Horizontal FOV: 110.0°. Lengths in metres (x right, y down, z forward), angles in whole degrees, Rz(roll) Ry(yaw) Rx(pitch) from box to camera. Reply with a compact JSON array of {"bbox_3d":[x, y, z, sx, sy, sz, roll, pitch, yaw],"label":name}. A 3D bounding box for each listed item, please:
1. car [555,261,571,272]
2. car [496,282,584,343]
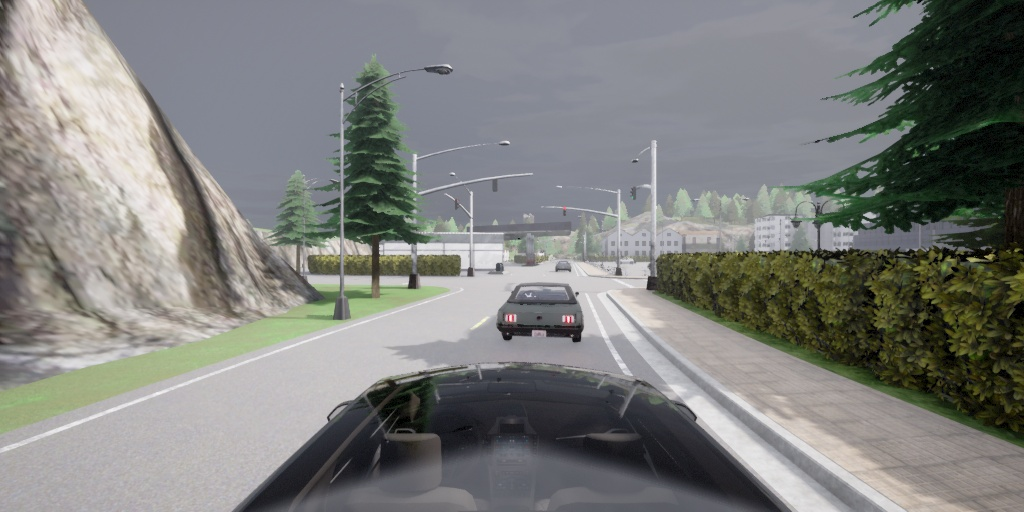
[{"bbox_3d":[6.568,1.314,45.827,1.994,1.385,4.181,0,0,9],"label":"car"},{"bbox_3d":[0.883,1.351,9.760,1.895,1.301,4.718,0,0,8],"label":"car"}]
